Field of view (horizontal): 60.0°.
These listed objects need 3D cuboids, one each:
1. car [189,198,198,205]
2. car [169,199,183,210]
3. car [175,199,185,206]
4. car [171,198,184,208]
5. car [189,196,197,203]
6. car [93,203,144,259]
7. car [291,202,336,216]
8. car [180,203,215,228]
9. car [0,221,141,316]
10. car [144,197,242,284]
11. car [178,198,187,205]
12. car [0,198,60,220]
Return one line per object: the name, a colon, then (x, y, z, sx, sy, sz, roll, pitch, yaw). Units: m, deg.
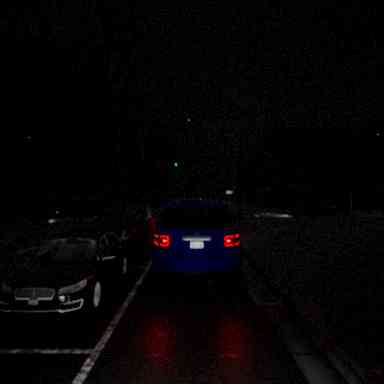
car: (0.284, 2.123, 75.376, 1.882, 1.535, 5.008, 0, -1, 0)
car: (-2.449, 1.833, 51.279, 1.967, 1.590, 4.097, 0, -1, 0)
car: (-2.385, 2.155, 68.343, 1.802, 1.307, 4.206, 0, -1, 0)
car: (-2.427, 1.891, 56.967, 1.967, 1.590, 4.097, 0, -1, 0)
car: (0.324, 1.968, 85.769, 2.097, 1.767, 4.553, 0, -1, 0)
car: (-2.591, 1.393, 13.132, 2.192, 1.841, 5.009, 0, 0, 0)
car: (12.167, 1.688, 33.445, 4.181, 1.385, 1.994, 0, 0, 0)
car: (0.542, 1.652, 24.908, 2.128, 1.511, 4.902, 0, 0, 7)
car: (-2.611, 1.595, 7.667, 2.008, 1.369, 4.403, 0, 0, 0)
car: (0.133, 1.276, 9.865, 2.150, 2.045, 5.566, 0, -1, 1)
car: (-2.342, 2.256, 79.719, 2.008, 1.369, 4.403, 0, -1, 0)
car: (-15.178, 1.560, 30.566, 5.566, 2.045, 2.150, -1, 0, 0)
